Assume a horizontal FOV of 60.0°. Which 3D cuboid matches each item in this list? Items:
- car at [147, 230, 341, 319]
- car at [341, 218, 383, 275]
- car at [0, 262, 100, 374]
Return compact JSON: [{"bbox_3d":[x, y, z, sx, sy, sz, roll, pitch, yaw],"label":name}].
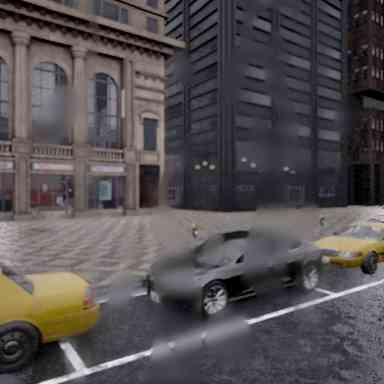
[{"bbox_3d":[1.123,1.570,7.382,4.313,1.339,1.947,0,0,-35],"label":"car"},{"bbox_3d":[5.621,1.537,10.496,4.829,1.417,1.752,0,0,-35],"label":"car"},{"bbox_3d":[-3.654,1.522,4.074,4.829,1.417,1.752,0,0,-35],"label":"car"}]
